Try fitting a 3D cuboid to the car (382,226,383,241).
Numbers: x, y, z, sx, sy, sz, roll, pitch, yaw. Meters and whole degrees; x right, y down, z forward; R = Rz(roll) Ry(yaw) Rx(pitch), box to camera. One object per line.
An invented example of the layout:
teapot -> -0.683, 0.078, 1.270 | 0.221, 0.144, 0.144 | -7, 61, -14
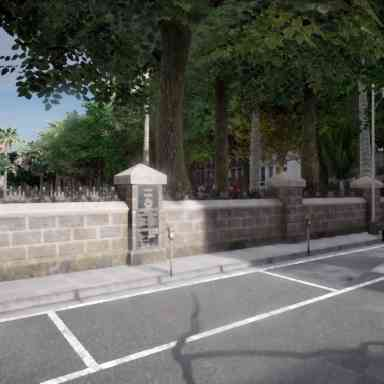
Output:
car -> 9.737, 1.310, 13.485 | 5.009, 1.841, 2.192 | 0, 0, -36
